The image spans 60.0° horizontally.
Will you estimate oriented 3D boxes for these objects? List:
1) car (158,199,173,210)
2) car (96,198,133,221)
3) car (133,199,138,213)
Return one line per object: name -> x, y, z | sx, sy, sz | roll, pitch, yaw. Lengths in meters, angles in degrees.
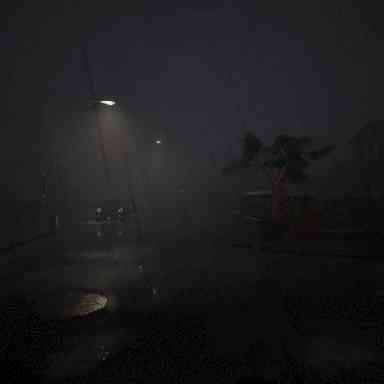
car -> -3.391, 1.601, 43.247 | 1.895, 1.301, 4.718 | 0, 0, -4
car -> -6.304, 1.352, 26.832 | 2.097, 1.767, 4.553 | 0, 0, -4
car -> -7.098, 1.505, 37.171 | 1.837, 1.490, 4.892 | 0, 0, -4
